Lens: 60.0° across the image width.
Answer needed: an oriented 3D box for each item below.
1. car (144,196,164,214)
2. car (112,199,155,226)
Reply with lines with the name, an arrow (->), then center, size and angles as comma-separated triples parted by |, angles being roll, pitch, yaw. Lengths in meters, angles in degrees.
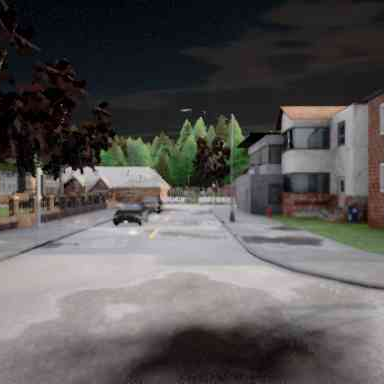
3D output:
car -> -4.043, 1.208, 33.199 | 2.097, 1.767, 4.553 | 0, 0, 1
car -> -4.069, 1.447, 23.052 | 2.033, 1.411, 5.357 | 0, 0, 0
